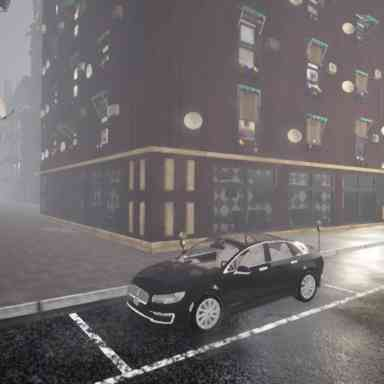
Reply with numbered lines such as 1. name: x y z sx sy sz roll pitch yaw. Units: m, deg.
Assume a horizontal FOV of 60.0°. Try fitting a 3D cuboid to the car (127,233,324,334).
1. car: 0.871 1.552 6.669 4.403 1.369 2.008 0 1 -35
